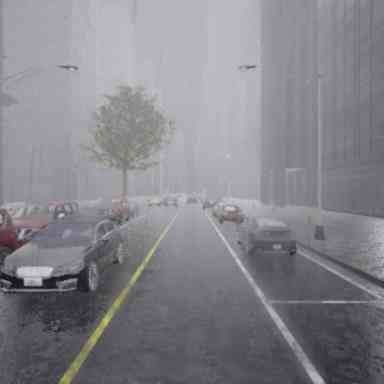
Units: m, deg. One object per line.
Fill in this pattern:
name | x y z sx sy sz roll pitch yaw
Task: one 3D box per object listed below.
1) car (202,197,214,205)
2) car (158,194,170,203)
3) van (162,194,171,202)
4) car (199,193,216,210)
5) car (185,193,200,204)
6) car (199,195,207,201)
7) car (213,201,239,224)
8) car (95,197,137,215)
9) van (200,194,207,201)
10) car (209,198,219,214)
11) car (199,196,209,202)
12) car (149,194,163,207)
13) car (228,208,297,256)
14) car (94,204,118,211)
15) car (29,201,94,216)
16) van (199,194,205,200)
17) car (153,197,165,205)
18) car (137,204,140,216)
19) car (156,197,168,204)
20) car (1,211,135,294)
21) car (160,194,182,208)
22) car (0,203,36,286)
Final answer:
car | 2.756 1.543 58.369 2.008 1.369 4.403 0 0 0
car | -5.771 1.310 69.715 2.192 1.841 5.009 0 0 0
van | -5.772 1.338 75.392 1.690 1.788 3.998 0 0 0
car | 2.383 1.343 42.362 2.097 1.767 4.553 0 0 0
car | -0.002 1.498 61.948 1.837 1.490 4.892 0 0 0
car | 2.753 1.546 86.757 1.887 1.381 4.507 0 0 0
car | 2.759 1.574 24.304 1.802 1.307 4.206 0 0 0
car | -5.766 1.307 24.295 2.192 1.841 5.009 0 0 0
van | 2.753 1.340 81.080 1.690 1.788 3.998 0 0 0
car | 2.759 1.516 30.151 1.752 1.417 4.829 0 0 0
car | 2.754 1.548 75.402 2.008 1.369 4.403 0 0 0
car | -5.769 1.517 52.512 1.752 1.417 4.829 0 0 0
car | 2.760 1.546 12.948 2.008 1.369 4.403 0 0 0
car | -5.765 1.559 18.618 1.947 1.339 4.313 0 0 0
car | -5.765 1.310 12.941 2.192 1.841 5.009 0 0 0
van | 2.752 1.345 92.435 1.690 1.788 3.998 0 0 0
car | -5.769 1.575 58.360 1.802 1.307 4.206 0 0 0
car | -5.766 1.541 29.973 2.008 1.369 4.403 0 0 0
car | -5.770 1.576 64.037 1.802 1.307 4.206 0 0 0
car | -3.102 1.488 8.934 2.128 1.511 4.902 0 0 0
car | -3.087 1.481 49.446 2.128 1.511 4.902 0 0 0
car | -5.764 1.312 7.264 2.192 1.841 5.009 0 0 0
